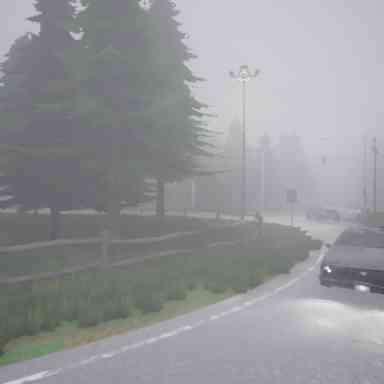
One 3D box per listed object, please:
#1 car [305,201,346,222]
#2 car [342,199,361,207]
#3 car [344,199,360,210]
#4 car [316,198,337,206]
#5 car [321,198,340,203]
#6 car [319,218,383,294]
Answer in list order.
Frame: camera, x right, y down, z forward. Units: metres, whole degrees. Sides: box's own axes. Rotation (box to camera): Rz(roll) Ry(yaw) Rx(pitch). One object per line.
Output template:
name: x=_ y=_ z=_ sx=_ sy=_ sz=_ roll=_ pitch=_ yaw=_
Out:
car: x=11.411 y=1.838 z=29.169 sx=1.812 sy=1.442 sz=4.674 roll=0 pitch=0 yaw=2
car: x=32.178 y=2.242 z=67.189 sx=1.837 sy=1.490 sz=4.892 roll=0 pitch=0 yaw=5
car: x=25.879 y=2.149 z=53.186 sx=1.994 sy=1.385 sz=4.181 roll=0 pitch=0 yaw=20
car: x=31.339 y=2.296 z=77.547 sx=1.882 sy=1.535 sz=5.008 roll=1 pitch=0 yaw=-16
car: x=28.769 y=2.080 z=68.184 sx=2.097 sy=1.767 sz=4.553 roll=0 pitch=0 yaw=5
car: x=4.954 y=1.657 z=9.221 sx=2.033 sy=1.411 sz=5.357 roll=0 pitch=0 yaw=32
